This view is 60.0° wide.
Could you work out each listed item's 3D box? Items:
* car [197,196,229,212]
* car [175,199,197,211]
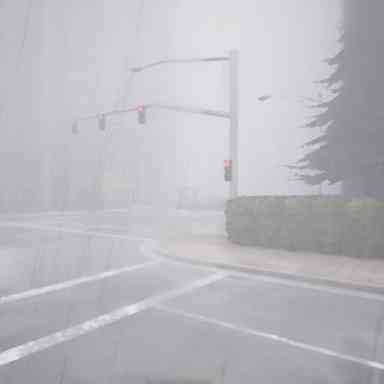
[{"bbox_3d":[3.067,1.279,38.560,2.097,1.767,4.553,0,0,37],"label":"car"},{"bbox_3d":[-0.147,1.476,40.102,1.994,1.385,4.181,0,0,36],"label":"car"}]
